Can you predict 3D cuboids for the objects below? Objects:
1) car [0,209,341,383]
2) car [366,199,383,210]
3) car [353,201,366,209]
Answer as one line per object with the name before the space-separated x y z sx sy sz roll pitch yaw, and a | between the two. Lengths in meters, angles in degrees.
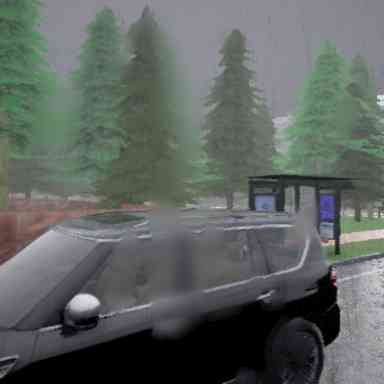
car | -0.689 1.241 3.517 5.566 2.045 2.150 1 -1 -36
car | 29.257 1.798 51.288 4.605 1.855 1.932 1 -1 -37
car | 27.435 1.795 53.065 3.866 1.878 1.905 1 -1 -37
